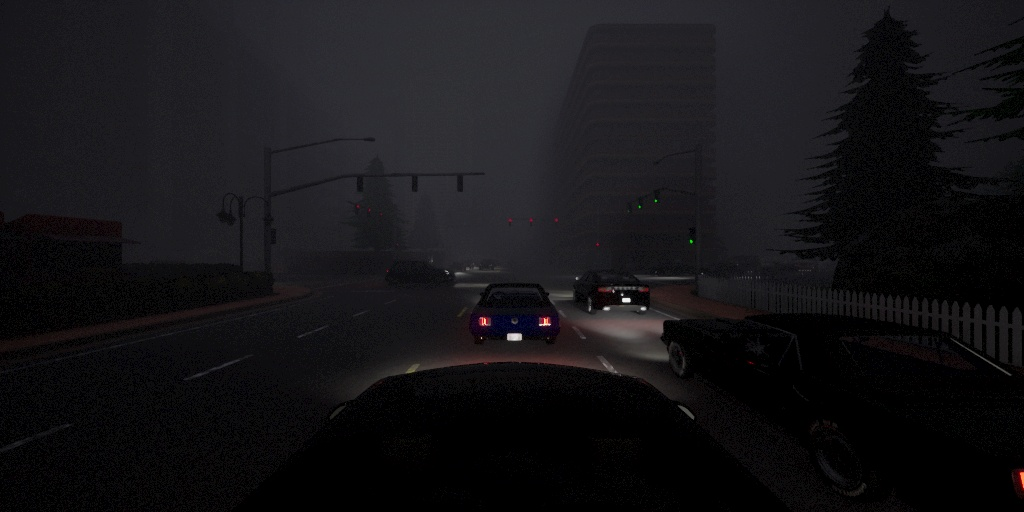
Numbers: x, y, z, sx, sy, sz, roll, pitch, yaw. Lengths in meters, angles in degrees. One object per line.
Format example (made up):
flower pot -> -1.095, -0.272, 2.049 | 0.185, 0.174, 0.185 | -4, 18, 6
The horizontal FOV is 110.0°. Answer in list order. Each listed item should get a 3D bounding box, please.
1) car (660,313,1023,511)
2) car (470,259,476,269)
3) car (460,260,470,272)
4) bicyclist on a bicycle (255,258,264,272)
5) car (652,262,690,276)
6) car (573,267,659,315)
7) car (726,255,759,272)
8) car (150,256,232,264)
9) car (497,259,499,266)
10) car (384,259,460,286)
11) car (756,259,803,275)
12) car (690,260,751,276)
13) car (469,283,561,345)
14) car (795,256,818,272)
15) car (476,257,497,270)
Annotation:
car -> 3.598, 1.351, 4.359 | 1.895, 1.301, 4.718 | 0, 0, 0
car -> -7.136, 1.297, 56.692 | 2.033, 1.411, 5.357 | 0, 0, 0
car -> -7.137, 1.351, 47.040 | 1.895, 1.301, 4.718 | 0, 0, 0
bicyclist on a bicycle -> -27.918, 0.996, 39.698 | 0.582, 1.620, 1.656 | 0, 0, 0
car -> 16.561, 1.295, 36.469 | 4.718, 1.301, 1.895 | 0, 0, -14
car -> 3.577, 1.228, 13.679 | 1.882, 1.535, 5.008 | 0, 0, 0
car -> 25.618, 0.916, 40.077 | 5.566, 2.045, 2.150 | 0, 0, -31
car -> -22.229, 1.047, 24.262 | 4.553, 1.767, 2.097 | 0, 0, 0
car -> -3.623, 1.255, 62.038 | 1.837, 1.490, 4.892 | 0, 0, 0
car -> -6.162, 1.084, 24.397 | 4.553, 1.767, 2.097 | 0, 0, 0
car -> 27.890, 1.295, 37.389 | 4.718, 1.301, 1.895 | 0, 0, -31
car -> 19.544, 1.295, 33.621 | 4.718, 1.301, 1.895 | 0, 0, -18
car -> 0.067, 1.351, 9.471 | 1.895, 1.301, 4.718 | 0, 0, 0
car -> 35.534, 0.916, 43.433 | 2.150, 2.045, 5.566 | 0, 0, 44
car -> -3.638, 1.228, 51.939 | 1.882, 1.535, 5.008 | 0, 0, 0
